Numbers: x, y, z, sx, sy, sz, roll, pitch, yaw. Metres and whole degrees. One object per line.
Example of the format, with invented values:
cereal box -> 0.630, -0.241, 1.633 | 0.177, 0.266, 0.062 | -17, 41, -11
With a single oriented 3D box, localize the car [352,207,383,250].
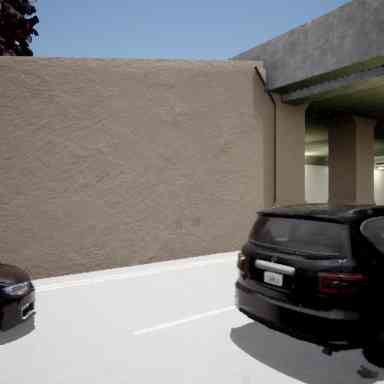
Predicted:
car -> 9.256, 1.477, 14.519 | 5.008, 1.535, 1.882 | 0, 0, -36

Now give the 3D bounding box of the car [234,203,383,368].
car -> 3.254, 1.223, 5.938 | 5.566, 2.045, 2.150 | 0, 0, -35

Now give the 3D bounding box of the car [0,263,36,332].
car -> -4.815, 1.491, 4.482 | 4.902, 1.511, 2.128 | 0, 0, -35
